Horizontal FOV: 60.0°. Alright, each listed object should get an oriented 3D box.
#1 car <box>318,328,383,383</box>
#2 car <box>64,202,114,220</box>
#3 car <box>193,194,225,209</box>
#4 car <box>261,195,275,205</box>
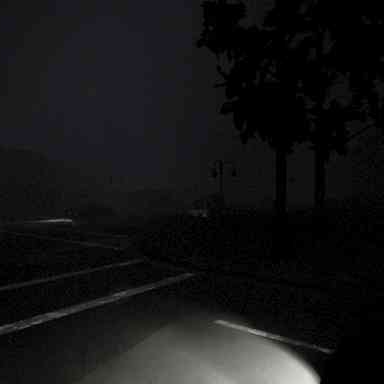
[{"bbox_3d":[2.887,1.564,1.913,4.181,1.385,1.994,0,0,36],"label":"car"},{"bbox_3d":[-8.776,1.567,28.602,1.994,1.385,4.181,0,0,34],"label":"car"},{"bbox_3d":[2.390,1.223,44.982,2.150,2.045,5.566,0,0,35],"label":"car"},{"bbox_3d":[13.853,1.347,60.774,2.097,1.767,4.553,0,0,7],"label":"car"}]
